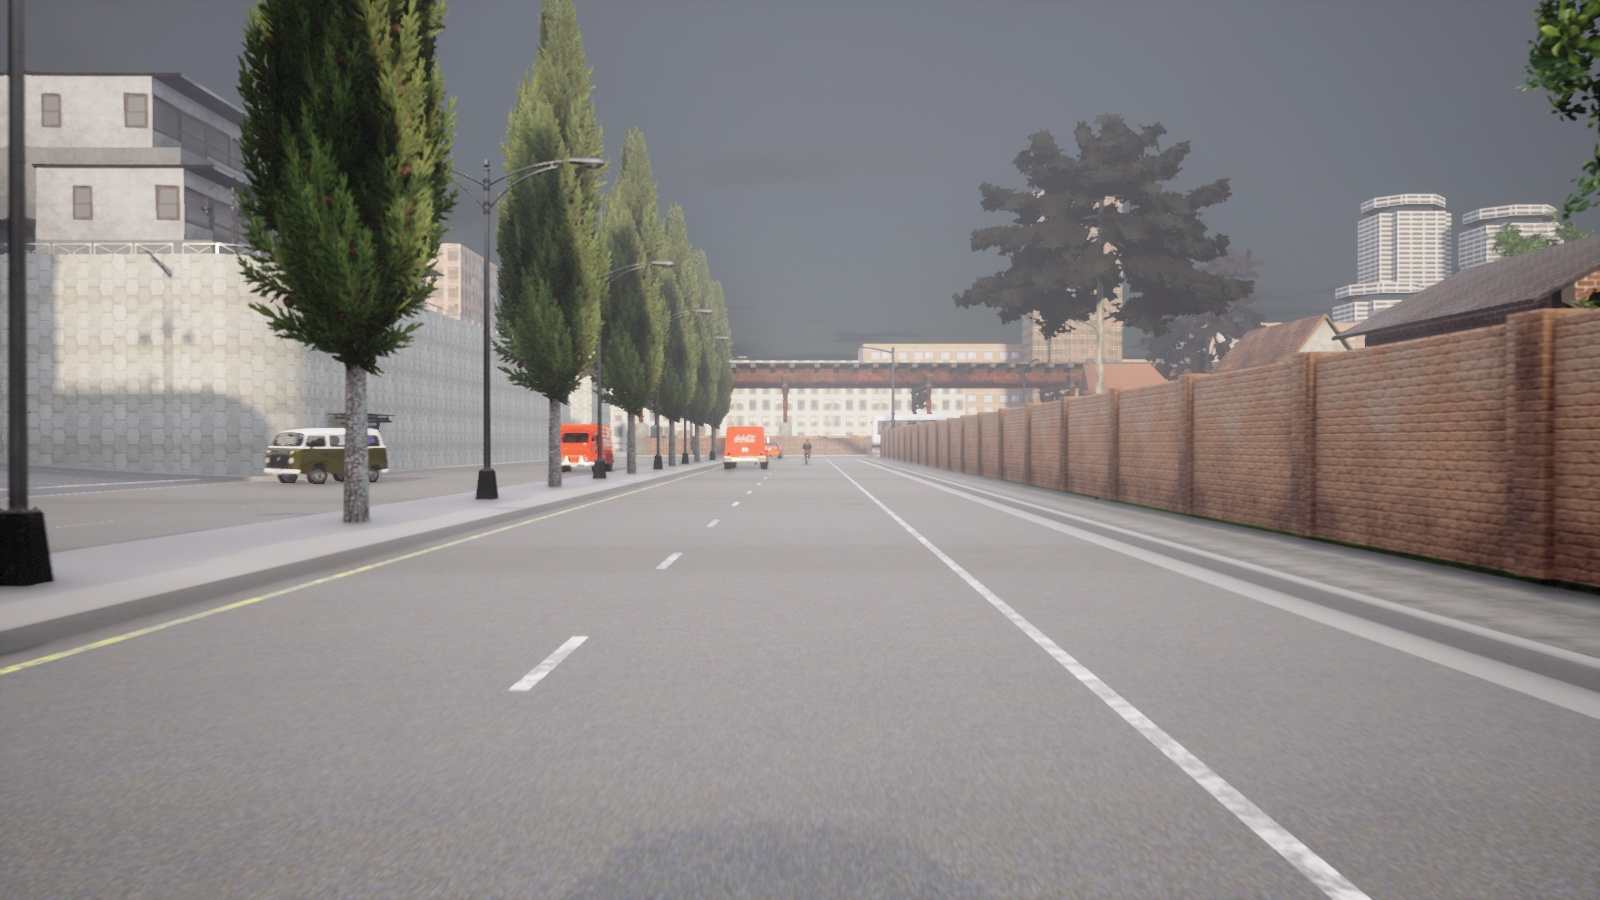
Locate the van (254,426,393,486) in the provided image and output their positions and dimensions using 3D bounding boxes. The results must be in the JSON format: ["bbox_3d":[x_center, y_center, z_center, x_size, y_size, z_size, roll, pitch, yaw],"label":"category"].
[{"bbox_3d":[-17.271,0.178,45.732,2.069,2.038,4.480,1,1,28],"label":"van"}]

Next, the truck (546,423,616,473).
[{"bbox_3d":[-11.119,-0.111,64.241,2.627,2.467,5.204,0,0,0],"label":"truck"}]

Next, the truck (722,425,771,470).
[{"bbox_3d":[-3.069,-0.154,73.012,2.627,2.467,5.204,0,0,0],"label":"truck"}]
